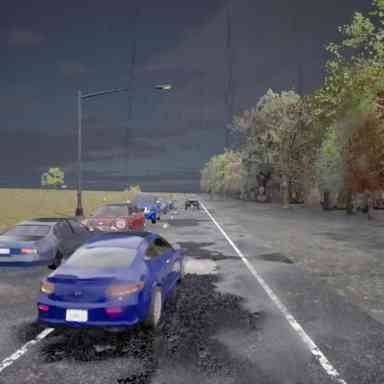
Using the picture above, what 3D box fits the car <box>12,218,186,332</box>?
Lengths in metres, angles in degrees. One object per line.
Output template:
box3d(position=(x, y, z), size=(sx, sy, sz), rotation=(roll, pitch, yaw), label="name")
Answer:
box3d(position=(-1.301, 1.526, 6.873), size=(1.812, 1.442, 4.674), rotation=(0, 0, 7), label="car")

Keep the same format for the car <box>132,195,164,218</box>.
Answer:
box3d(position=(-3.625, 1.223, 25.239), size=(2.150, 2.045, 5.566), rotation=(0, 0, -1), label="car")

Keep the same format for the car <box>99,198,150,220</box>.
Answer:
box3d(position=(-3.615, 1.354, 15.786), size=(2.097, 1.767, 4.553), rotation=(0, 0, 4), label="car")

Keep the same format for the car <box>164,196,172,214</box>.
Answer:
box3d(position=(-3.622, 1.351, 35.244), size=(2.097, 1.767, 4.553), rotation=(0, 0, 0), label="car")

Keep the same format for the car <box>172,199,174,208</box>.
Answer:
box3d(position=(-3.630, 1.347, 45.250), size=(2.097, 1.767, 4.553), rotation=(0, 0, 0), label="car")

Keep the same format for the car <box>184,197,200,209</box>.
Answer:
box3d(position=(0.024, 1.500, 44.326), size=(1.837, 1.490, 4.892), rotation=(0, 0, 0), label="car")

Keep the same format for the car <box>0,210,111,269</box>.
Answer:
box3d(position=(-4.610, 1.549, 10.978), size=(2.033, 1.411, 5.357), rotation=(0, 0, 4), label="car")
